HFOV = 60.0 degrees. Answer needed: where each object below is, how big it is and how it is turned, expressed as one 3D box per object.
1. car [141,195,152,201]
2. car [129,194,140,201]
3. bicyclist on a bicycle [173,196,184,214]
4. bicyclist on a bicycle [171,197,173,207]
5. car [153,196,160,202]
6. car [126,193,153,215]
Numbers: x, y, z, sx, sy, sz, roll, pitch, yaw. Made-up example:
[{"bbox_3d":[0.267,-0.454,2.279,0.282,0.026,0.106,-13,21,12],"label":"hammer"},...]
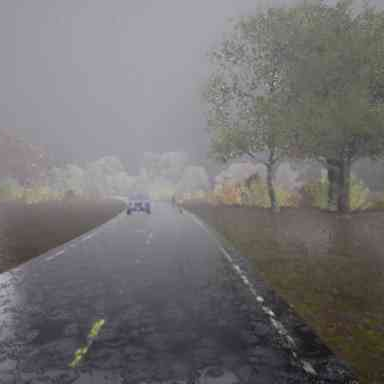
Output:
[{"bbox_3d":[-10.503,1.264,76.045,1.895,1.301,4.718,0,0,-15],"label":"car"},{"bbox_3d":[-12.514,1.165,71.969,2.033,1.411,5.357,0,0,-14],"label":"car"},{"bbox_3d":[-1.126,1.299,32.244,0.866,1.612,1.509,0,0,-7],"label":"bicyclist on a bicycle"},{"bbox_3d":[-2.239,1.279,40.685,0.582,1.620,1.656,0,0,-8],"label":"bicyclist on a bicycle"},{"bbox_3d":[-7.360,1.324,63.735,1.895,1.301,4.718,0,0,-13],"label":"car"},{"bbox_3d":[-5.075,1.089,32.104,2.150,2.045,5.566,0,1,-7],"label":"car"}]
